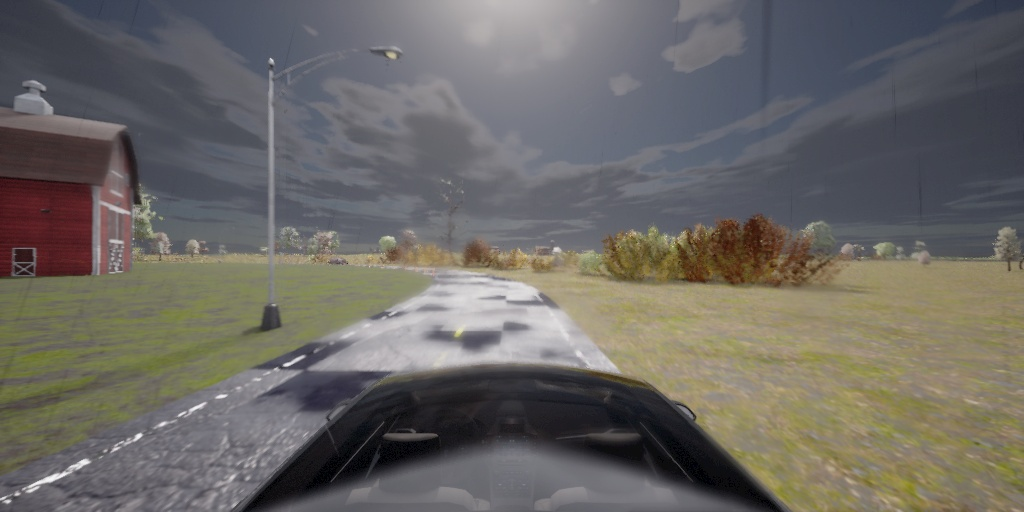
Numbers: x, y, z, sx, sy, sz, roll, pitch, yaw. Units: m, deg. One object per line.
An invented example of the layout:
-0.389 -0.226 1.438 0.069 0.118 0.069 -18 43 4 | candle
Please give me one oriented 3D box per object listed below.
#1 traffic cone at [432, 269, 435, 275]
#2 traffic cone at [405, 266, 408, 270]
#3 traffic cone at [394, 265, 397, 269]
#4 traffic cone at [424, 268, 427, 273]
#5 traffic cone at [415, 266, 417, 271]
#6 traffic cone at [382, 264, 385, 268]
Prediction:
-8.283 1.672 37.814 0.340 0.580 0.340 0 0 -21 | traffic cone
-14.940 1.629 50.613 0.340 0.580 0.340 0 0 -34 | traffic cone
-17.765 1.609 54.515 0.340 0.580 0.340 0 0 -38 | traffic cone
-10.186 1.660 42.240 0.340 0.580 0.340 0 0 -25 | traffic cone
-12.409 1.646 46.513 0.340 0.580 0.340 0 0 -30 | traffic cone
-20.868 1.585 58.200 0.340 0.580 0.340 0 0 -42 | traffic cone
